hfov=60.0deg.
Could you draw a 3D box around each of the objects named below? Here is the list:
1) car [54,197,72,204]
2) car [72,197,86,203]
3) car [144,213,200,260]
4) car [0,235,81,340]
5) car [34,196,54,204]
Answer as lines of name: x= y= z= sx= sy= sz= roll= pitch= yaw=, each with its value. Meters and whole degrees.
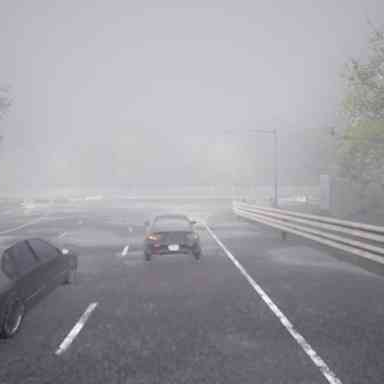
car: x=-26.328 y=1.606 z=66.469 sx=1.994 sy=1.385 sz=4.181 roll=0 pitch=0 yaw=-40
car: x=-23.576 y=1.629 z=68.632 sx=1.895 sy=1.301 sz=4.718 roll=0 pitch=0 yaw=-40
car: x=-0.790 y=1.522 z=12.388 sx=1.812 sy=1.442 sz=4.674 roll=0 pitch=0 yaw=-6
car: x=-3.731 y=1.562 z=6.437 sx=2.033 sy=1.411 sz=5.357 roll=0 pitch=0 yaw=-4
car: x=-29.098 y=1.597 z=64.330 sx=2.128 sy=1.511 sz=4.902 roll=0 pitch=0 yaw=-40
